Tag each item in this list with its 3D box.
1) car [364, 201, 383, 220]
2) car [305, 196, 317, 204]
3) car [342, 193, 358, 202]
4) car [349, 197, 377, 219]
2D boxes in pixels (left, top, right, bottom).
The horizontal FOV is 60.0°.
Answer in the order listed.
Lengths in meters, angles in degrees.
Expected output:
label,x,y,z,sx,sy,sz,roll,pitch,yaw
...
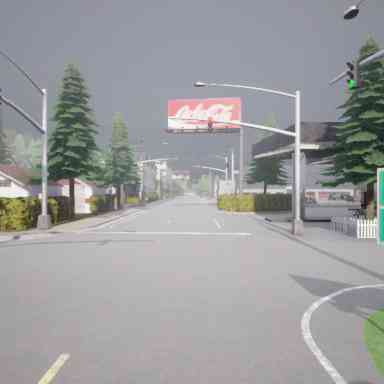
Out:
label,x,y,z,sx,sy,sz,roll,pitch,yaw
car,18.704,1.672,30.605,4.611,1.667,2.242,0,0,0
car,22.521,1.552,64.001,1.970,1.475,3.806,0,0,0
car,34.927,1.489,71.789,2.007,1.523,4.514,0,0,0
car,14.376,1.505,24.936,3.866,1.878,1.905,0,0,0
